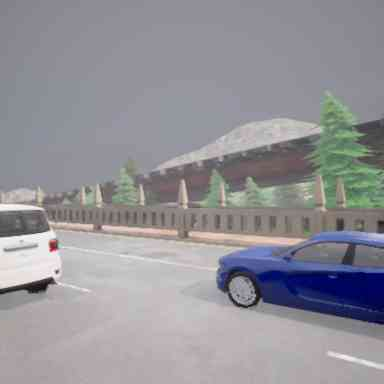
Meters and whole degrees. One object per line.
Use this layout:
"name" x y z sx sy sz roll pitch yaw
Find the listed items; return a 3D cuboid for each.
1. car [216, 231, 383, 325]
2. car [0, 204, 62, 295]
"car" 2.820 1.488 6.280 5.008 1.535 1.882 -1 0 36
"car" -5.394 1.298 7.841 5.566 2.045 2.150 -1 0 36
